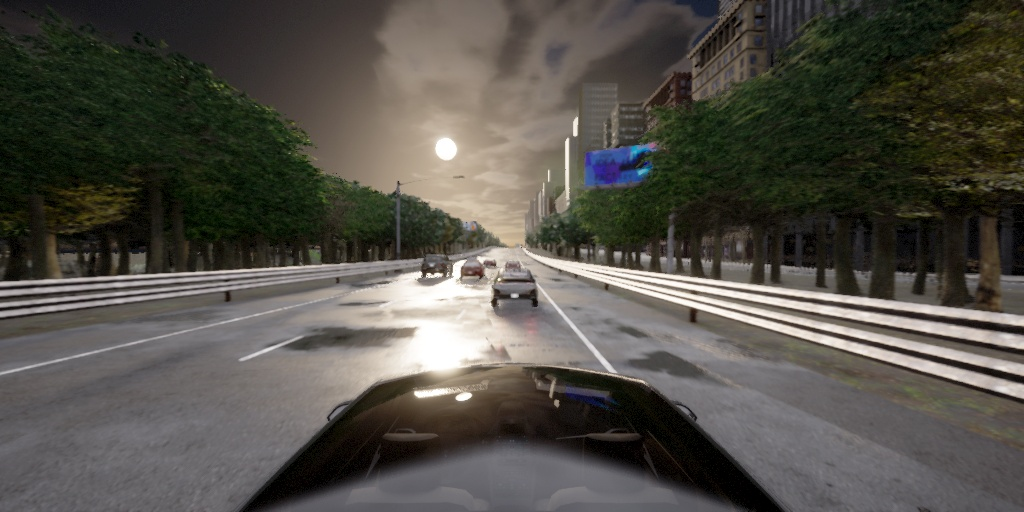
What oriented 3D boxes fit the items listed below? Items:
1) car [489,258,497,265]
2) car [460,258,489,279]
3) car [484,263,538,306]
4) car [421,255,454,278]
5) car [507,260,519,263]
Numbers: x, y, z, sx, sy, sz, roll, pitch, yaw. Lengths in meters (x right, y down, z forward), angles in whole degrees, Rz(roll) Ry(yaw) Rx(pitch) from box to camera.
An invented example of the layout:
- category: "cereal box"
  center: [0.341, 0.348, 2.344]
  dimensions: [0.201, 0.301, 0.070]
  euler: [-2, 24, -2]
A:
- category: "car"
  center: [-3.390, 1.024, 56.298]
  dimensions: [1.895, 1.301, 4.718]
  euler: [0, 1, 0]
- category: "car"
  center: [-3.394, 1.175, 31.440]
  dimensions: [1.882, 1.535, 5.008]
  euler: [0, 0, 0]
- category: "car"
  center: [0.103, 1.263, 15.865]
  dimensions: [2.128, 1.511, 4.902]
  euler: [0, 0, 0]
- category: "car"
  center: [-6.894, 0.906, 33.492]
  dimensions: [2.150, 2.045, 5.566]
  euler: [0, 0, 0]
- category: "car"
  center: [0.110, 1.197, 44.418]
  dimensions: [1.895, 1.301, 4.718]
  euler: [0, 1, 0]
